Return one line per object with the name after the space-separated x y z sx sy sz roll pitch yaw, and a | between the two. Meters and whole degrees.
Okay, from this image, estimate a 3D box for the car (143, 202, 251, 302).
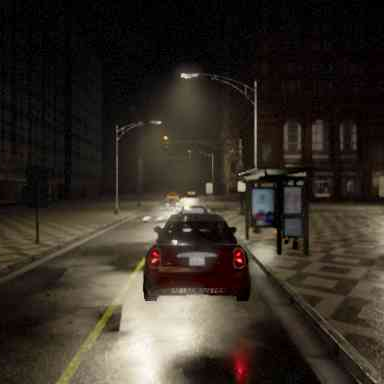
0.087 1.283 8.266 2.097 1.767 4.553 0 0 0 | car

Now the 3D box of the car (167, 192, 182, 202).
-3.153 0.939 55.434 1.882 1.535 5.008 0 1 0 | car

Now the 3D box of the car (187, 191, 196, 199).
-0.116 0.819 75.701 1.895 1.301 4.718 0 1 0 | car

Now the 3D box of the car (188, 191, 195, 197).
-0.131 0.423 85.673 1.882 1.535 5.008 0 1 0 | car
